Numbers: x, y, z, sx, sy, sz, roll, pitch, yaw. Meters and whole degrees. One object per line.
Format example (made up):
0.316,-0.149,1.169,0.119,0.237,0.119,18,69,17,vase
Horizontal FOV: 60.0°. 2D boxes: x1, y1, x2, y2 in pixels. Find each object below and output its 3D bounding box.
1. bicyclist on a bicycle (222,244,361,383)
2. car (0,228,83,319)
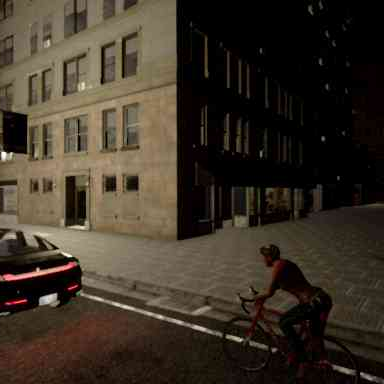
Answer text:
1.068,1.452,3.901,1.656,1.620,0.582,0,0,36,bicyclist on a bicycle
-4.243,1.488,6.715,4.902,1.511,2.128,0,0,36,car
